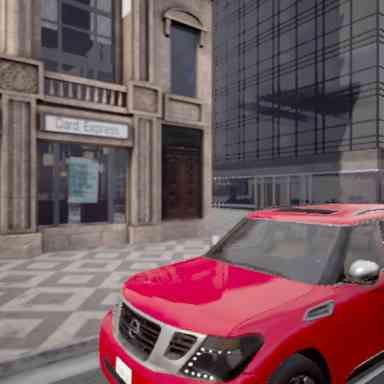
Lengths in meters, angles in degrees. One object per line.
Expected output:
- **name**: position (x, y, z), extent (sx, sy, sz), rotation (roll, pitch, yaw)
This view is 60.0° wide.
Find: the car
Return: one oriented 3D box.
- **car**: position (1.654, 1.216, 4.519), extent (5.566, 2.045, 2.150), rotation (0, 0, -35)
